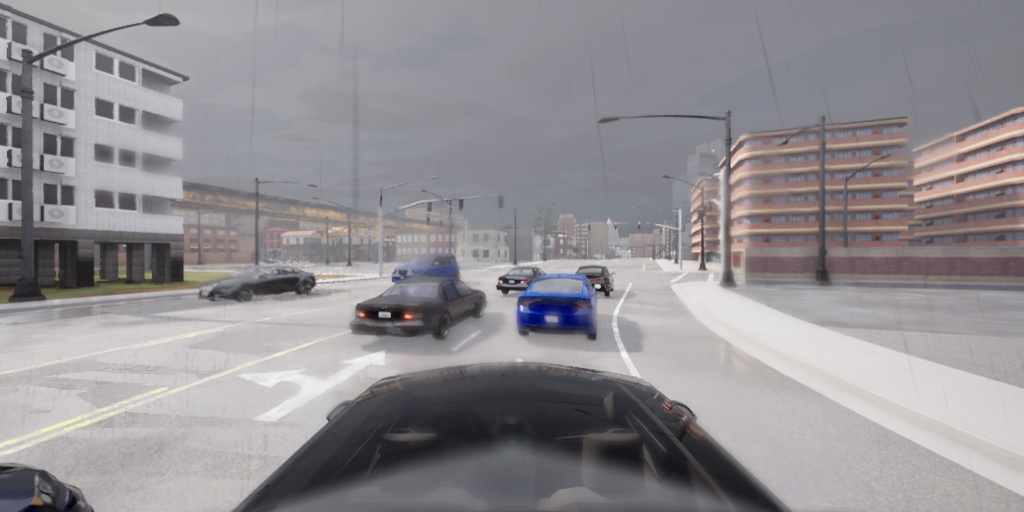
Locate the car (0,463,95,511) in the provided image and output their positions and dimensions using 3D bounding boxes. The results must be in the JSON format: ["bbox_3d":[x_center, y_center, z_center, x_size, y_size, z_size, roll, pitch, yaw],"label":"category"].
[{"bbox_3d":[-3.228,1.315,0.165,1.994,1.385,4.181,0,0,-2],"label":"car"}]

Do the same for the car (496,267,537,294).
[{"bbox_3d":[0.847,1.291,19.673,2.033,1.411,5.357,0,0,20],"label":"car"}]

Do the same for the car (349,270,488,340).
[{"bbox_3d":[-2.202,1.295,10.075,2.033,1.411,5.357,0,0,12],"label":"car"}]

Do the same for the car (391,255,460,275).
[{"bbox_3d":[-5.409,0.967,23.466,2.150,2.045,5.566,0,0,21],"label":"car"}]

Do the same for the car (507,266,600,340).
[{"bbox_3d":[1.459,1.225,10.197,1.882,1.535,5.008,0,0,14],"label":"car"}]

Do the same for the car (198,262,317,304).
[{"bbox_3d":[-11.503,1.237,16.638,2.128,1.511,4.902,0,0,18],"label":"car"}]

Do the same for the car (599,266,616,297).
[{"bbox_3d":[4.365,1.249,19.127,1.837,1.490,4.892,0,0,19],"label":"car"}]
